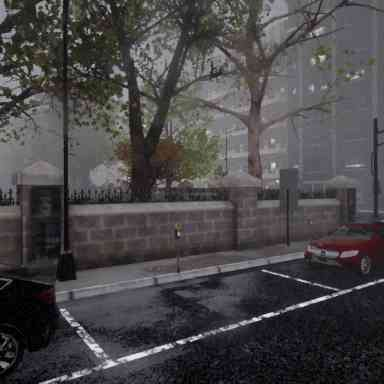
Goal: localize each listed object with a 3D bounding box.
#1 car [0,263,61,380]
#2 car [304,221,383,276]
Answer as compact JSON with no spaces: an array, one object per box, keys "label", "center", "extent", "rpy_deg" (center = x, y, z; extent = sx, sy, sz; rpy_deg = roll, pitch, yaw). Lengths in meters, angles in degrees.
[{"label":"car","center":[-3.822,1.566,3.864],"extent":[4.313,1.339,1.947],"rpy_deg":[0,0,-35]},{"label":"car","center":[5.251,1.581,10.206],"extent":[4.206,1.307,1.802],"rpy_deg":[0,0,-35]}]
